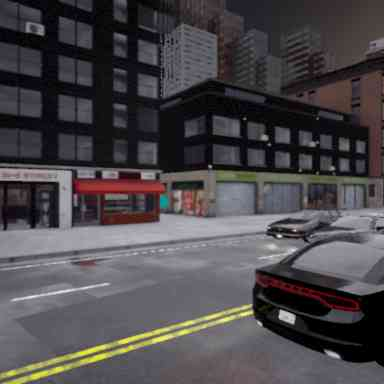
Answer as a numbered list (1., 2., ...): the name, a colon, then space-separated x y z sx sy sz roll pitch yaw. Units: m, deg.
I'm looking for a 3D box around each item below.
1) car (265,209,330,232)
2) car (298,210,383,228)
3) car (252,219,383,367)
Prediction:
1. car: 5.934 1.517 15.909 5.357 1.411 2.033 0 0 -36
2. car: 6.170 1.499 12.083 4.674 1.442 1.812 0 0 -35
3. car: 3.247 1.464 5.759 5.008 1.535 1.882 0 0 -36
